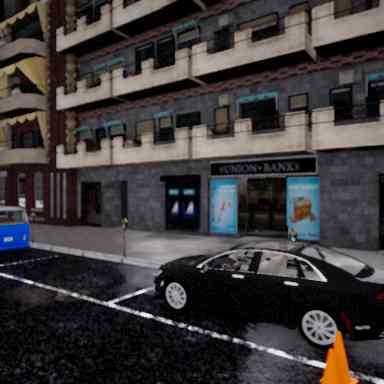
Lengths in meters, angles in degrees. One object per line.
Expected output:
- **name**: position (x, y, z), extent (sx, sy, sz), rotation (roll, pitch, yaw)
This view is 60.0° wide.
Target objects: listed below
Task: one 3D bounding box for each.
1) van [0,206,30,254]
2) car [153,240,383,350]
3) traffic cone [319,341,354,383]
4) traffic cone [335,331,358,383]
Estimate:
- **van**: position (-7.782, 1.398, 12.463), extent (3.998, 1.788, 1.690), rotation (0, 0, 35)
- **car**: position (1.244, 1.562, 6.094), extent (4.403, 1.369, 2.008), rotation (0, 0, 35)
- **traffic cone**: position (1.477, 1.959, 3.526), extent (0.340, 0.580, 0.340), rotation (0, 0, 35)
- **traffic cone**: position (1.743, 1.959, 3.954), extent (0.340, 0.580, 0.340), rotation (0, 0, 42)
